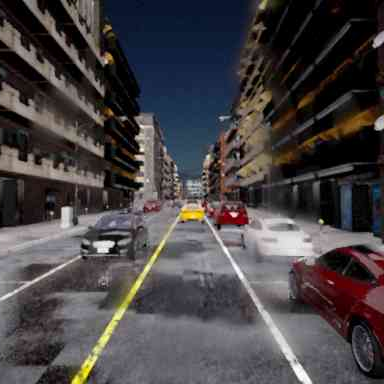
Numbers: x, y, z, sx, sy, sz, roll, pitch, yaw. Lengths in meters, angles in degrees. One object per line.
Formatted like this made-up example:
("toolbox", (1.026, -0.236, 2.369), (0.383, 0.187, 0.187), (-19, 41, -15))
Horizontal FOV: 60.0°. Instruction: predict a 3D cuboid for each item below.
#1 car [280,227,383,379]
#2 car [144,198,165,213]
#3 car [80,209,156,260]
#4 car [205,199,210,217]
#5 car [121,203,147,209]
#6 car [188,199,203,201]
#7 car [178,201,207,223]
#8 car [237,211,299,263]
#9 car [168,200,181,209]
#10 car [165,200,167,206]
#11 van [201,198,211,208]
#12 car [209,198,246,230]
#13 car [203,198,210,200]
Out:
("car", (3.023, 1.581, 5.454), (1.812, 1.442, 4.674), (0, -1, 0))
("car", (-5.291, 1.806, 44.721), (2.192, 1.841, 5.009), (1, -1, 0))
("car", (-2.850, 1.626, 13.091), (2.128, 1.511, 4.902), (0, -1, 0))
("car", (2.552, 1.799, 33.602), (1.967, 1.590, 4.097), (1, -1, 0))
("car", (-5.297, 1.862, 28.129), (1.947, 1.339, 4.313), (1, -1, 0))
("car", (0.076, 1.835, 44.059), (2.097, 1.767, 4.553), (0, -1, 0))
("car", (0.071, 1.779, 28.613), (1.882, 1.535, 5.008), (0, 0, 0))
("car", (3.023, 1.654, 12.455), (1.812, 1.442, 4.674), (0, -1, 0))
("car", (-2.748, 2.237, 59.997), (2.033, 1.411, 5.357), (0, -1, 0))
("car", (-5.297, 2.104, 50.249), (1.887, 1.381, 4.507), (1, -1, 0))
("van", (2.554, 2.044, 61.258), (1.690, 1.788, 3.998), (1, -1, 0))
("car", (2.555, 1.550, 22.541), (2.192, 1.841, 5.009), (1, -1, 0))
("car", (2.555, 1.945, 55.727), (2.192, 1.841, 5.009), (1, -1, 0))
